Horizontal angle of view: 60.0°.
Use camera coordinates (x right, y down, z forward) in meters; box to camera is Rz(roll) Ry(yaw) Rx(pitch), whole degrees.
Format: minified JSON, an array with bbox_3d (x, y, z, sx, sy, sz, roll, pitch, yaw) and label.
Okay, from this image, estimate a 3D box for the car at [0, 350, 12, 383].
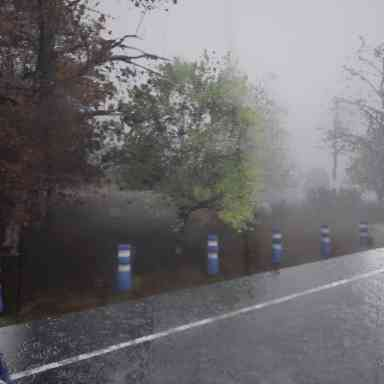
[{"bbox_3d":[-3.217,1.354,1.343,4.553,1.767,2.097,0,0,-36],"label":"car"}]
